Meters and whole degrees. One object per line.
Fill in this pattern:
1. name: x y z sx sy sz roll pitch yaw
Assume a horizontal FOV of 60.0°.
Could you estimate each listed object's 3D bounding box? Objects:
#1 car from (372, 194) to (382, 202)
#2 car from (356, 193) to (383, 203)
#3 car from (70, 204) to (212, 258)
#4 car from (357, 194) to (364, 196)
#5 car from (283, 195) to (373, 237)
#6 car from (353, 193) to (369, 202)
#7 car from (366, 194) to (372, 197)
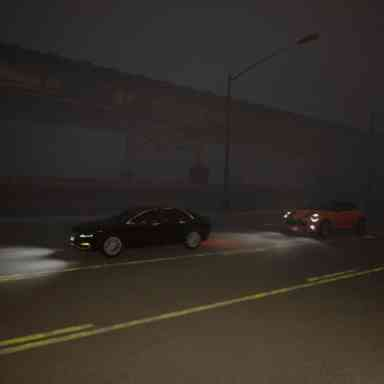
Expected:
1. car: 32.707 0.968 60.278 4.536 1.218 1.853 2 1 -5
2. car: 32.754 1.127 60.286 4.974 1.542 2.038 2 1 -5
3. car: -1.582 1.198 11.374 4.892 1.490 1.837 1 1 -33
4. car: 24.830 0.865 54.121 4.536 1.218 1.853 2 1 10
5. car: 6.735 1.176 16.864 4.553 1.767 2.097 1 1 -34
6. car: 28.736 0.926 56.713 1.853 1.218 4.536 2 1 20
7. car: 28.713 1.084 56.667 2.038 1.542 4.974 2 1 20
